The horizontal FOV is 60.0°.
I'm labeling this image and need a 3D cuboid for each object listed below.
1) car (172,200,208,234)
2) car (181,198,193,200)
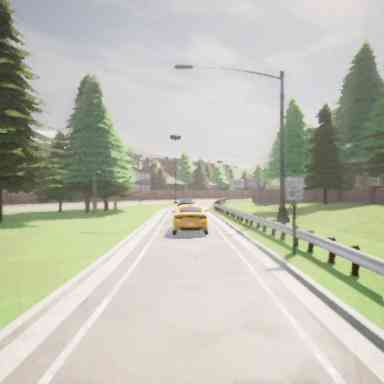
[{"bbox_3d":[-0.124,1.460,19.168,1.882,1.535,5.008,0,0,-1],"label":"car"},{"bbox_3d":[-0.585,1.471,37.286,1.837,1.490,4.892,0,0,-1],"label":"car"}]
